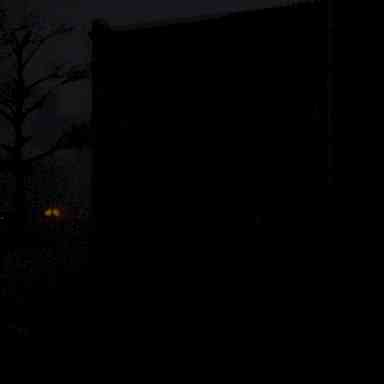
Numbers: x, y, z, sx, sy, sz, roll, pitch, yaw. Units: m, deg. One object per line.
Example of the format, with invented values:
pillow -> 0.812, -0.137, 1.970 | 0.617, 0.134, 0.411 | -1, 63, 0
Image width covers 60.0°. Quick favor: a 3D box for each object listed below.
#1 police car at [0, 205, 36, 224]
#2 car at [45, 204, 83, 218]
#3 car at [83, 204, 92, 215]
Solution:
police car -> -16.381, 2.066, 31.273 | 1.930, 1.638, 5.238 | 0, -1, -3
car -> -15.744, 2.298, 40.469 | 1.882, 1.535, 5.008 | 0, -1, 11
car -> -14.337, 2.438, 45.893 | 1.837, 1.490, 4.892 | 0, -1, 19
